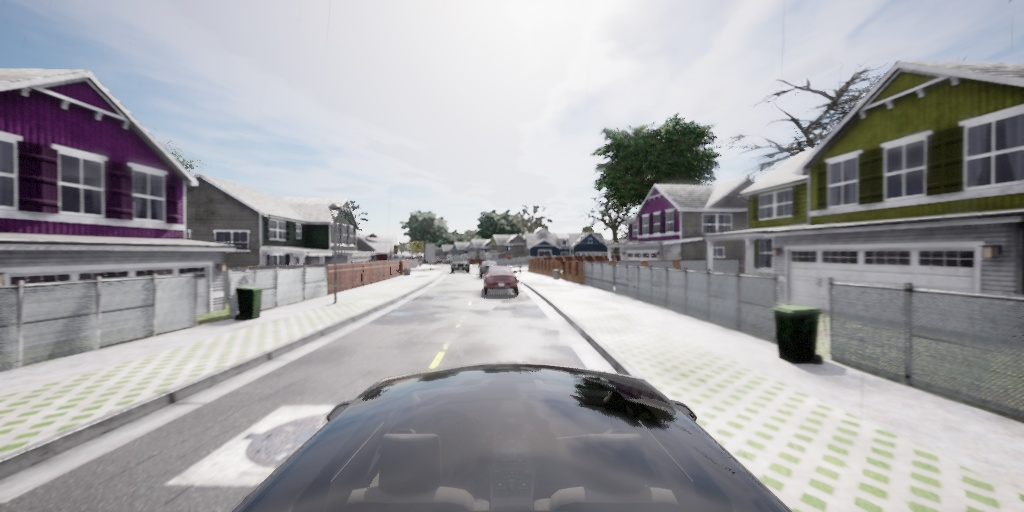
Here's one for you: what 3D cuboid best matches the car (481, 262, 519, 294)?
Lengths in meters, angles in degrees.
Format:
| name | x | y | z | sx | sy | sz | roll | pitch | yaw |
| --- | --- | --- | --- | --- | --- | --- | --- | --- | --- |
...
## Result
| name | x | y | z | sx | sy | sz | roll | pitch | yaw |
| --- | --- | --- | --- | --- | --- | --- | --- | --- | --- |
| car | -0.674 | 1.260 | 20.118 | 1.812 | 1.442 | 4.674 | 0 | 0 | -4 |

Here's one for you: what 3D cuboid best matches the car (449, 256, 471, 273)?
| name | x | y | z | sx | sy | sz | roll | pitch | yaw |
| --- | --- | --- | --- | --- | --- | --- | --- | --- | --- |
| car | -6.273 | 1.040 | 43.354 | 2.150 | 2.045 | 5.566 | 0 | 0 | -10 |

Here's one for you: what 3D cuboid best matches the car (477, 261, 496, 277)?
| name | x | y | z | sx | sy | sz | roll | pitch | yaw |
| --- | --- | --- | --- | --- | --- | --- | --- | --- | --- |
| car | -2.272 | 1.240 | 35.479 | 1.837 | 1.490 | 4.892 | 0 | 0 | -7 |
